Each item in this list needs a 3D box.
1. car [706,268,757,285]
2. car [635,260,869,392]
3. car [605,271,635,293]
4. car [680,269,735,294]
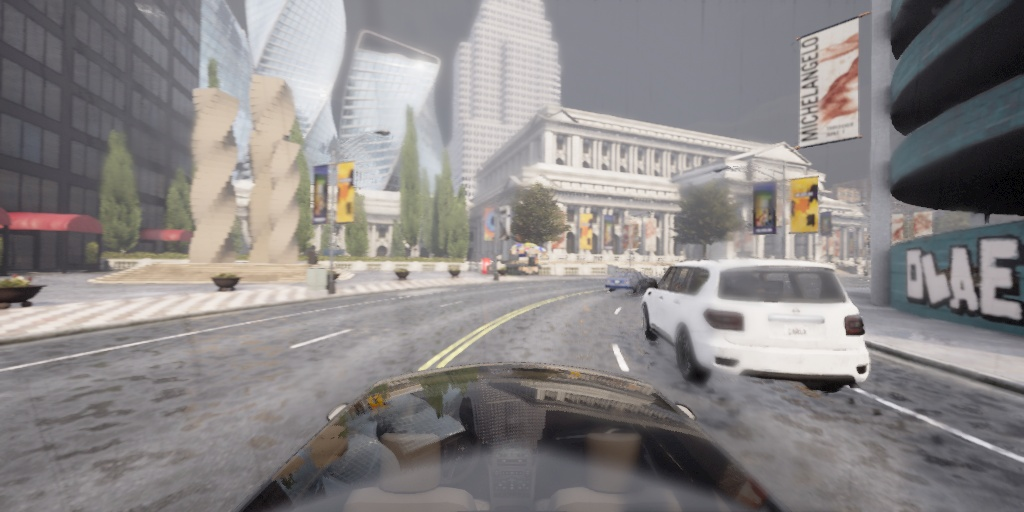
[{"bbox_3d":[21.225,1.932,34.618,5.008,1.535,1.882,1,-1,-28],"label":"car"},{"bbox_3d":[4.178,1.100,7.323,2.150,2.045,5.566,0,-1,10],"label":"car"},{"bbox_3d":[8.014,1.681,24.063,2.033,1.411,5.357,0,-1,38],"label":"car"},{"bbox_3d":[13.863,1.726,25.271,2.128,1.511,4.902,0,-1,44],"label":"car"}]
